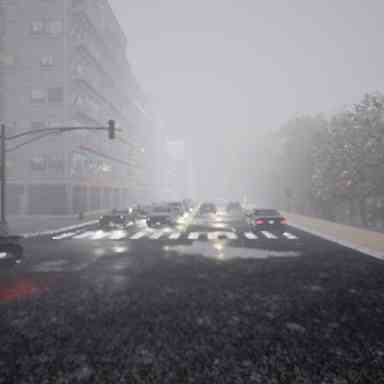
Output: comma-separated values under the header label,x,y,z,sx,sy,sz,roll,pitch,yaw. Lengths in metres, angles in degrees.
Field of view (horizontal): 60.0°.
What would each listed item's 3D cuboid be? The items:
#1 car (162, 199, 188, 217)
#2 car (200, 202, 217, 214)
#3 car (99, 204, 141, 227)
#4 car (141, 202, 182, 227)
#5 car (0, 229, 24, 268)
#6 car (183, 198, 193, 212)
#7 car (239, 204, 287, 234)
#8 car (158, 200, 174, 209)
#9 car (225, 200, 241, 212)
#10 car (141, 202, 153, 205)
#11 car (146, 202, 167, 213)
label,x,y,z,sx,sy,sz,roll,pitch,yaw
car,-1.735,1.776,34.656,1.837,1.490,4.892,0,0,2
car,1.918,1.853,39.756,1.994,1.385,4.181,0,0,2
car,-5.422,1.820,24.952,1.895,1.301,4.718,0,0,3
car,-2.165,1.748,25.066,2.033,1.411,5.357,0,0,2
car,-7.600,1.686,10.616,5.008,1.535,1.882,-1,-1,28
car,-1.283,1.903,43.559,1.994,1.385,4.181,0,0,2
car,4.322,1.671,20.152,2.033,1.411,5.357,0,0,3
car,-4.116,1.995,52.982,1.994,1.385,4.181,0,0,2
car,5.303,1.784,42.819,2.128,1.511,4.902,0,0,2
car,-5.004,1.888,34.105,1.895,1.301,4.718,0,0,3
car,-4.548,1.956,43.141,1.895,1.301,4.718,0,0,3
